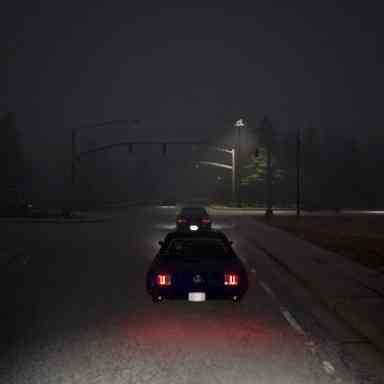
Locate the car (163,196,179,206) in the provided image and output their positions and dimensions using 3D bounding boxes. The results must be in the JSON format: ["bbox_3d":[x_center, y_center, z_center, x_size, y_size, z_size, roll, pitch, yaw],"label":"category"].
[{"bbox_3d":[-3.622,1.611,54.468,1.994,1.385,4.181,0,0,0],"label":"car"}]

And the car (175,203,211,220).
[{"bbox_3d":[0.094,1.537,18.259,1.812,1.442,4.674,0,0,0],"label":"car"}]

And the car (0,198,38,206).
[{"bbox_3d":[-18.360,1.416,34.907,4.553,1.767,2.097,0,0,1],"label":"car"}]

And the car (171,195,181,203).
[{"bbox_3d":[-3.460,1.541,74.042,1.882,1.535,5.008,0,0,1],"label":"car"}]

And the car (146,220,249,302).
[{"bbox_3d":[0.095,1.609,8.228,1.895,1.301,4.718,0,0,0],"label":"car"}]

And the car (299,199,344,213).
[{"bbox_3d":[14.747,1.544,38.026,4.902,1.511,2.128,0,0,1],"label":"car"}]

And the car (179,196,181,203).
[{"bbox_3d":[-3.583,1.619,63.736,1.994,1.385,4.181,0,0,1],"label":"car"}]
